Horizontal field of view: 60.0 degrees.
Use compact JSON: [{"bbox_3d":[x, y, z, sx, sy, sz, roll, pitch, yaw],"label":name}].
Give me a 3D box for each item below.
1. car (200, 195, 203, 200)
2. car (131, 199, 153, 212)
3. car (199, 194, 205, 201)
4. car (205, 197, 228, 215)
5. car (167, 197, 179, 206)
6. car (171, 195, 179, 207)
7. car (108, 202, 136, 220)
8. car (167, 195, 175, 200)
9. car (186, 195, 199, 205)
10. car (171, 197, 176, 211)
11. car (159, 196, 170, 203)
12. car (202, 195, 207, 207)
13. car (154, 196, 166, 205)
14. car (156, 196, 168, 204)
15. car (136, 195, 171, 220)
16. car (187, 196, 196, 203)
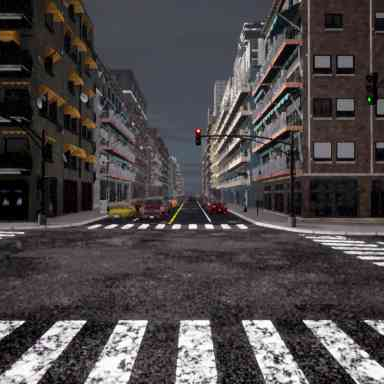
[{"bbox_3d":[2.533,1.596,50.108,1.802,1.307,4.206,1,0,0],"label":"car"},{"bbox_3d":[-5.811,1.554,39.048,1.887,1.381,4.507,1,0,0],"label":"car"},{"bbox_3d":[2.732,1.380,81.851,2.097,1.767,4.553,0,0,0],"label":"car"},{"bbox_3d":[2.588,1.553,33.538,1.887,1.381,4.507,1,0,0],"label":"car"},{"bbox_3d":[-3.249,1.617,57.224,1.895,1.301,4.718,0,0,0],"label":"car"},{"bbox_3d":[-3.246,1.365,47.366,2.097,1.767,4.553,0,0,0],"label":"car"},{"bbox_3d":[-5.773,1.532,27.831,1.752,1.417,4.829,1,0,0],"label":"car"},{"bbox_3d":[-5.992,1.587,94.282,2.008,1.369,4.403,1,0,0],"label":"car"},{"bbox_3d":[-0.097,1.522,59.798,1.837,1.490,4.892,0,0,0],"label":"car"},{"bbox_3d":[-3.224,1.557,37.576,2.033,1.411,5.357,0,0,0],"label":"car"},{"bbox_3d":[-5.920,1.568,72.189,1.887,1.381,4.507,1,0,0],"label":"car"},{"bbox_3d":[2.571,1.450,39.062,1.967,1.590,4.097,1,0,0],"label":"car"},{"bbox_3d":[-5.883,1.543,60.972,1.752,1.417,4.829,1,0,0],"label":"car"},{"bbox_3d":[-5.902,1.572,66.665,2.008,1.369,4.403,1,0,0],"label":"car"},{"bbox_3d":[-3.166,1.359,28.084,2.097,1.767,4.553,0,0,-1],"label":"car"},{"bbox_3d":[-0.151,1.623,70.025,1.895,1.301,4.718,0,0,0],"label":"car"}]
